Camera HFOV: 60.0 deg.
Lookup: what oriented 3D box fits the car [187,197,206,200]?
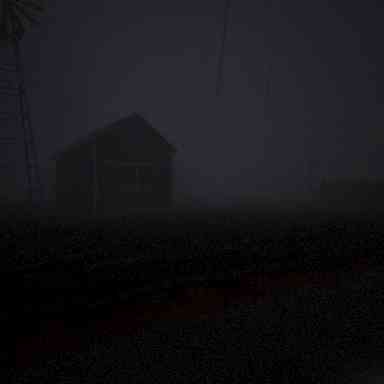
[{"bbox_3d":[1.111,1.601,62.239,2.033,1.411,5.357,0,0,-35],"label":"car"}]
